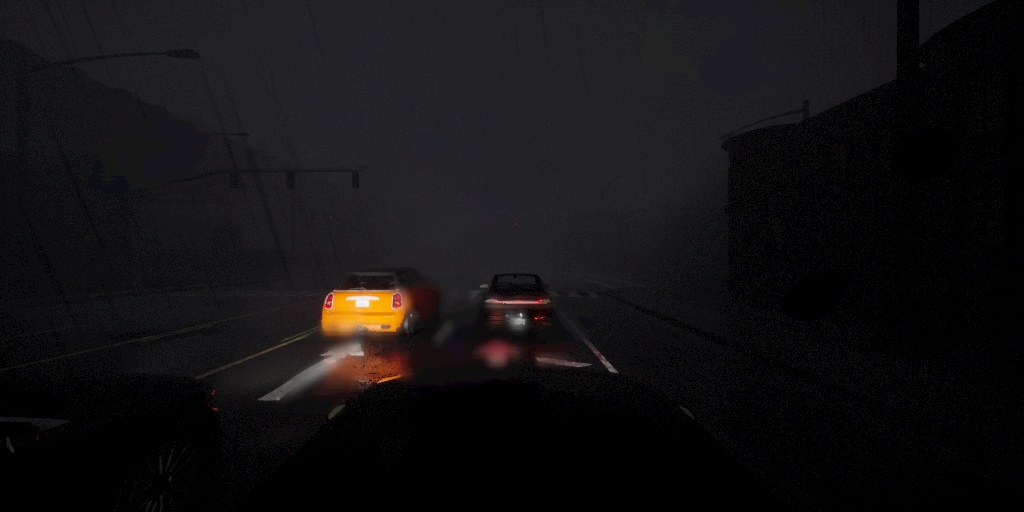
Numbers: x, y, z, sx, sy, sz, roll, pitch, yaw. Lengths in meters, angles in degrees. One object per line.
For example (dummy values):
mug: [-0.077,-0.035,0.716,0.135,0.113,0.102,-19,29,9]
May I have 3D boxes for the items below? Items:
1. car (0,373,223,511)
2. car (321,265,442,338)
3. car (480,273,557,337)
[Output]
car: [-3.399,1.242,1.079,2.128,1.511,4.902,0,0,0]
car: [-3.405,1.102,10.286,2.097,1.767,4.553,0,0,0]
car: [0.104,1.242,10.332,2.128,1.511,4.902,0,0,-1]
